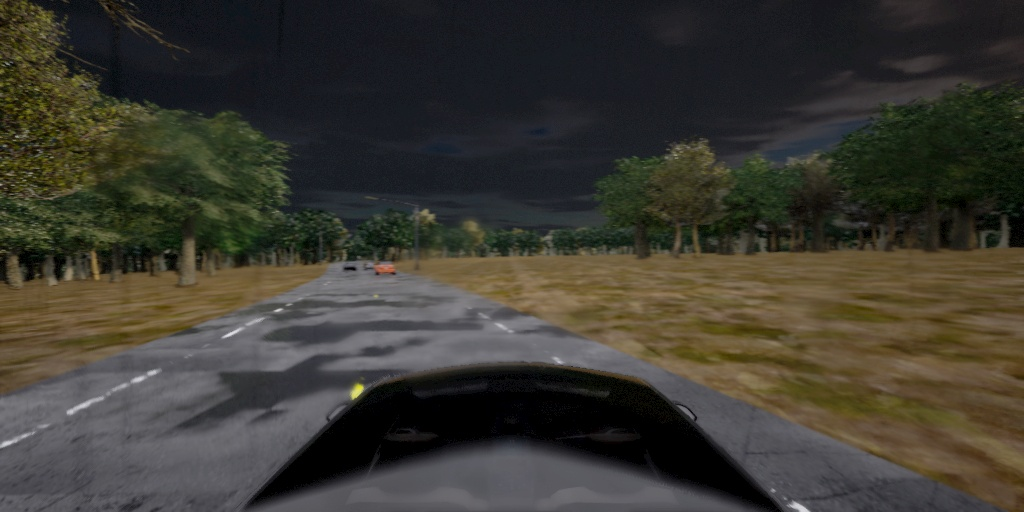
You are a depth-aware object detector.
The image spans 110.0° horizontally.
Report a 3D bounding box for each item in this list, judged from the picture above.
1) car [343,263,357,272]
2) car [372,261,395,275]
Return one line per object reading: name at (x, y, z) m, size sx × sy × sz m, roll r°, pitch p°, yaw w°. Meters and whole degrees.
car at (-24.596, 1.778, 54.412) m, size 1.895 × 1.301 × 4.718 m, roll 0°, pitch 0°, yaw -26°
car at (-15.681, 1.385, 44.039) m, size 2.097 × 1.767 × 4.553 m, roll 0°, pitch 0°, yaw -24°
